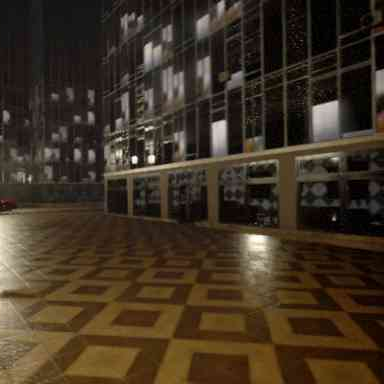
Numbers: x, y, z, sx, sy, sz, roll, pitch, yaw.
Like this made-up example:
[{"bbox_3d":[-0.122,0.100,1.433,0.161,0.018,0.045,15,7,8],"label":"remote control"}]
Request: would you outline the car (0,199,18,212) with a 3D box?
[{"bbox_3d":[-19.859,1.159,32.352,5.009,1.841,2.192,0,-1,-38],"label":"car"}]
